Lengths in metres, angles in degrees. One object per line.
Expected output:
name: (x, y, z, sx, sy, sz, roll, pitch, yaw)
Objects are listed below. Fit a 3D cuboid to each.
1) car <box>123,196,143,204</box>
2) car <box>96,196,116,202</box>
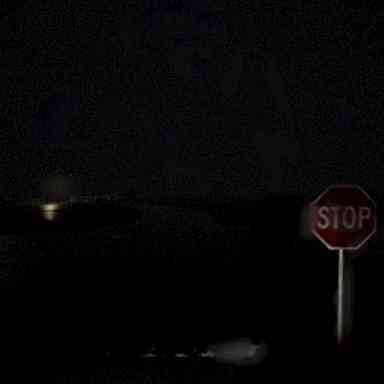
car: (-10.682, 1.420, 59.981, 1.882, 1.535, 5.008, -1, 0, -37)
car: (-17.551, 1.527, 67.848, 4.718, 1.301, 1.895, -1, 1, 42)
